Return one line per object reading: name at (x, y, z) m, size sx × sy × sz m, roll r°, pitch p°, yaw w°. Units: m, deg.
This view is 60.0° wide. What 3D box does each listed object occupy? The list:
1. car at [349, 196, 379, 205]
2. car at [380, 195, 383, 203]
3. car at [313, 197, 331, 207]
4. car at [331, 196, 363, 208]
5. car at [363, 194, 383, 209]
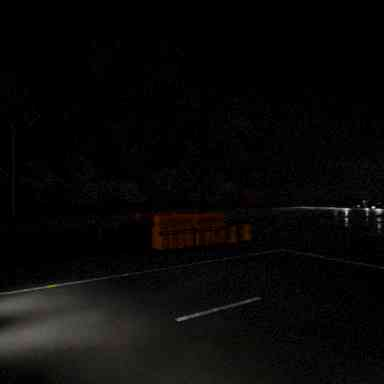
car at (28.006, 1.333, 54.055) m, size 5.357 × 1.411 × 2.033 m, roll 0°, pitch 0°, yaw -35°
car at (35.977, 1.234, 59.664) m, size 4.902 × 1.511 × 2.128 m, roll 0°, pitch 0°, yaw -36°
car at (19.573, 1.432, 48.069) m, size 4.718 × 1.301 × 1.895 m, roll 0°, pitch 0°, yaw -35°
car at (21.518, 1.336, 45.158) m, size 4.892 × 1.490 × 1.837 m, roll 0°, pitch 0°, yaw -35°
car at (24.586, 1.330, 43.047) m, size 4.892 × 1.490 × 1.837 m, roll 0°, pitch 0°, yaw -35°
